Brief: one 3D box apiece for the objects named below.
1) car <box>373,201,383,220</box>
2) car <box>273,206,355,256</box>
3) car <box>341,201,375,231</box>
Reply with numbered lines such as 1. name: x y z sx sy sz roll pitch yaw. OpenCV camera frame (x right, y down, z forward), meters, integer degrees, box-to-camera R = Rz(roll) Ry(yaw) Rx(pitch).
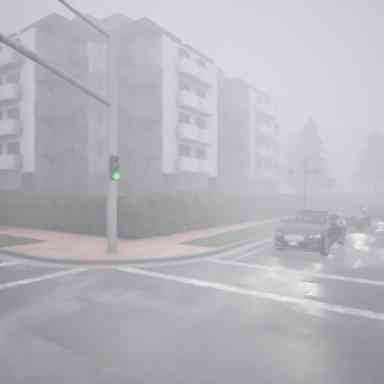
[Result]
1. car: 15.705 1.507 28.072 1.837 1.490 4.892 0 0 45
2. car: 4.850 1.492 13.388 2.128 1.511 4.902 0 0 35
3. car: 10.000 1.527 20.939 1.812 1.442 4.674 0 0 36
